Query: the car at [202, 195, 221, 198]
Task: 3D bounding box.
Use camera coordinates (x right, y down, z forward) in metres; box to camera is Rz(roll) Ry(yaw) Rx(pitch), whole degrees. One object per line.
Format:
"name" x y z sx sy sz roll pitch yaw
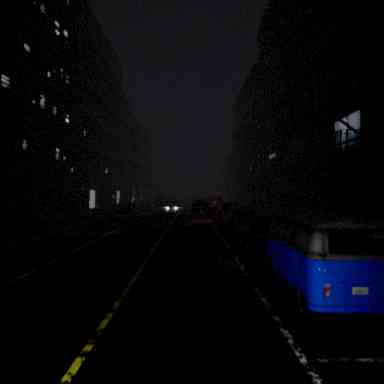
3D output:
"car" 2.683 1.324 40.987 2.192 1.841 5.009 0 0 0

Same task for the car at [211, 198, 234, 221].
"car" 2.686 1.448 24.078 1.967 1.590 4.097 0 0 0

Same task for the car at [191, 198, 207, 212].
"car" 0.824 1.535 40.206 1.812 1.442 4.674 0 0 0

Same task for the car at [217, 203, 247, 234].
"car" 2.687 1.551 18.442 1.887 1.381 4.507 0 0 0

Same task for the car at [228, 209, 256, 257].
"car" 2.688 1.571 12.805 1.947 1.339 4.313 0 0 0

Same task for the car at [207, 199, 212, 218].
"car" 2.684 1.559 29.714 2.008 1.369 4.403 0 0 0

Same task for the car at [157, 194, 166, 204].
"car" -5.704 1.447 57.899 1.967 1.590 4.097 0 0 0

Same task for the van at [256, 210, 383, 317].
"van" 2.690 1.344 7.169 1.690 1.788 3.998 0 0 0

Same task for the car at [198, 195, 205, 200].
"car" 2.669 1.526 91.885 1.752 1.417 4.829 0 0 0

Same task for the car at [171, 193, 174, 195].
"car" -5.711 1.315 91.717 2.192 1.841 5.009 0 0 0

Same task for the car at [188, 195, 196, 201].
"car" -0.020 1.400 80.759 1.812 1.442 4.674 0 0 0

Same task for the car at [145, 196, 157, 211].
"car" -5.699 1.533 40.818 1.752 1.417 4.829 0 0 0

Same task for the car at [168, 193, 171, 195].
"car" -5.704 1.321 63.535 2.192 1.841 5.009 0 0 0

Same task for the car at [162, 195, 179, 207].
"car" -3.087 1.571 51.538 1.994 1.385 4.181 0 0 0

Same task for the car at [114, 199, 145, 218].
"car" -5.697 1.574 29.715 1.947 1.339 4.313 0 0 0

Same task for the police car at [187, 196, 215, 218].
"police car" 0.747 1.434 30.317 1.930 1.638 5.238 0 0 0
